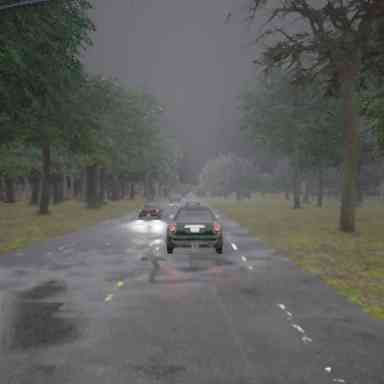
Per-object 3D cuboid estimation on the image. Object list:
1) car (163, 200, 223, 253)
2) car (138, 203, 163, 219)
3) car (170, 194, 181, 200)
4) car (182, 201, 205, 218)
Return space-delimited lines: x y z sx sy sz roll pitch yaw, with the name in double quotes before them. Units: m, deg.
"car" 0.101 1.367 13.971 2.097 1.767 4.553 0 0 0
"car" -3.598 1.654 29.842 1.895 1.301 4.718 0 0 0
"car" -3.499 1.442 70.892 2.150 2.045 5.566 0 0 0
"car" 0.101 1.620 31.300 1.994 1.385 4.181 0 0 0
